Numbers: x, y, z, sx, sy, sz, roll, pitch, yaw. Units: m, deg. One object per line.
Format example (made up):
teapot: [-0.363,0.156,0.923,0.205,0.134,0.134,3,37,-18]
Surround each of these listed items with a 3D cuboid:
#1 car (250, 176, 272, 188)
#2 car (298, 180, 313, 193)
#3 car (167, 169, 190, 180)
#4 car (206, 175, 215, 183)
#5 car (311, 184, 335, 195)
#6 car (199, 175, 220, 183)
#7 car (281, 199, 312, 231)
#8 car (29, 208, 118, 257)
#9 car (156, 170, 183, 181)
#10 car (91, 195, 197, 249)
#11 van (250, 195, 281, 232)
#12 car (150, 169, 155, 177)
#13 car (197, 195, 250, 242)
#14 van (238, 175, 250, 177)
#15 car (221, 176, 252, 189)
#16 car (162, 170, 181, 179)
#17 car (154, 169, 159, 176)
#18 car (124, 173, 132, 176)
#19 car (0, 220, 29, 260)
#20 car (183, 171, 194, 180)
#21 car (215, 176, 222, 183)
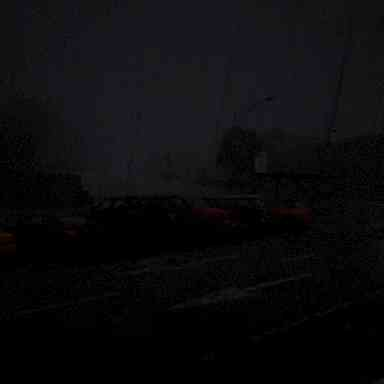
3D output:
car: [12.424,-1.468,57.963,2.231,1.521,4.892,6,4,35]
car: [17.656,-0.901,50.593,2.435,2.045,5.566,6,4,35]
car: [-3.244,-4.176,80.028,2.435,2.045,5.566,7,4,34]
car: [5.497,-2.521,67.826,2.002,1.452,4.674,7,4,35]
car: [19.357,-0.338,48.128,2.002,1.452,4.674,6,4,35]
car: [3.747,-2.795,70.283,2.002,1.452,4.674,6,4,35]
car: [4.545,1.232,19.610,4.553,1.767,2.185,-1,0,35]
car: [-5.326,1.505,12.706,4.674,1.452,2.002,-1,0,35]
car: [-4.565,-3.154,66.405,2.128,1.511,4.902,1,4,-36]
car: [-2.905,1.187,14.467,5.566,2.045,2.435,-1,0,35]
van: [2.139,1.157,17.853,4.442,1.987,1.878,-1,-1,35]
car: [-8.562,-4.839,87.295,2.435,2.045,5.566,1,-1,34]
car: [-0.395,1.159,16.178,5.566,2.045,2.435,-1,-1,35]
van: [10.654,-1.966,60.319,1.878,1.987,4.442,7,4,35]
car: [7.010,-1.241,50.189,1.895,1.301,4.718,1,4,-36]
car: [-5.045,-4.328,82.489,2.185,1.767,4.553,6,3,34]
car: [-6.783,-4.563,84.953,2.185,1.767,4.553,4,1,33]
car: [-17.937,-4.566,92.287,1.895,1.301,4.718,1,-3,-21]
car: [-7.928,1.491,11.072,5.366,1.575,1.946,-1,0,34]
car: [-1.383,-3.656,77.776,1.946,1.575,5.366,6,4,34]
car: [7.336,-2.291,65.511,1.946,1.575,5.366,6,4,35]
